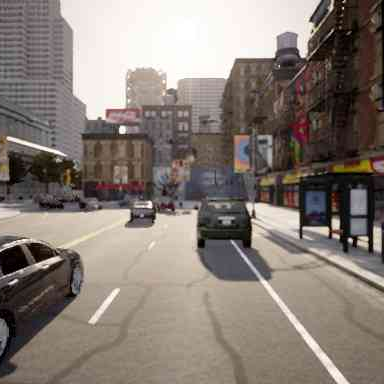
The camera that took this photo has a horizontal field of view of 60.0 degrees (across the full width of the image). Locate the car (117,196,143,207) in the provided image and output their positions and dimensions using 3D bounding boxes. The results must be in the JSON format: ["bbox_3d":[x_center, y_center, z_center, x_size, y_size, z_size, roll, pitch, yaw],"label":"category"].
[{"bbox_3d":[-8.786,1.498,47.609,2.033,1.411,5.357,0,0,-39],"label":"car"}]

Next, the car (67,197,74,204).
[{"bbox_3d":[-23.720,1.536,63.326,4.718,1.301,1.895,0,0,30],"label":"car"}]

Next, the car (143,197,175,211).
[{"bbox_3d":[-3.703,1.310,38.761,2.097,1.767,4.553,0,0,-25],"label":"car"}]

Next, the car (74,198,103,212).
[{"bbox_3d":[-11.930,1.453,39.114,2.128,1.511,4.902,0,0,-32],"label":"car"}]

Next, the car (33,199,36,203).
[{"bbox_3d":[-29.016,1.461,65.515,4.674,1.452,2.002,0,0,20],"label":"car"}]

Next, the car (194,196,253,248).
[{"bbox_3d":[1.286,1.203,14.901,2.150,2.045,5.566,0,0,0],"label":"car"}]

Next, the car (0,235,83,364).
[{"bbox_3d":[-3.372,1.500,5.625,1.837,1.490,4.892,0,0,0],"label":"car"}]

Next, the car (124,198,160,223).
[{"bbox_3d":[-3.760,1.464,25.709,2.128,1.511,4.902,0,0,-6],"label":"car"}]

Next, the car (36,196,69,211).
[{"bbox_3d":[-17.330,1.563,41.070,1.895,1.301,4.718,0,0,-40],"label":"car"}]
